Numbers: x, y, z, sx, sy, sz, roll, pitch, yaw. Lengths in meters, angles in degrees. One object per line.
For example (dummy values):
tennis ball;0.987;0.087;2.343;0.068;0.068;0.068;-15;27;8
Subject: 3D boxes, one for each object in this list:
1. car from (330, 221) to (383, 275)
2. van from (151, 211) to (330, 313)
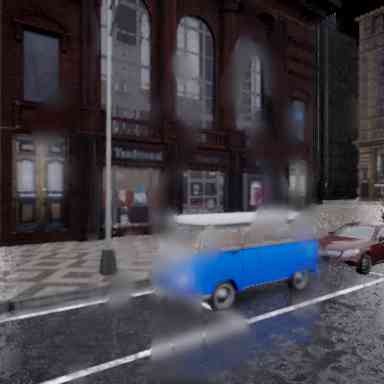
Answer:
car;5.419;1.612;10.509;4.206;1.307;1.802;0;0;-35
van;1.103;1.356;7.431;3.998;1.788;1.690;0;0;-35
